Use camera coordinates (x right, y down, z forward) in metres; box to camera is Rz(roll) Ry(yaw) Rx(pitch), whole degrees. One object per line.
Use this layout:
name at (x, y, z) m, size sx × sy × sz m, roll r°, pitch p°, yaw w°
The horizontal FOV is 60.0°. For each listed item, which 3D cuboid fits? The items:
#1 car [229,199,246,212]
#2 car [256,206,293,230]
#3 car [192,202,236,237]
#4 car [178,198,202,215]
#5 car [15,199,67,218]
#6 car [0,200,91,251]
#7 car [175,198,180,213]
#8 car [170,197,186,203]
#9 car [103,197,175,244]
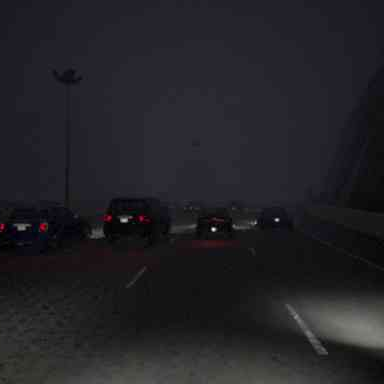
car at (5.293, 1.588, 39.882) m, size 1.837 × 1.490 × 4.892 m, roll 0°, pitch 0°, yaw 14°
car at (5.246, 1.613, 21.435) m, size 1.994 × 1.385 × 4.181 m, roll 0°, pitch 0°, yaw 8°
car at (1.318, 1.542, 18.372) m, size 1.837 × 1.490 × 4.892 m, roll 0°, pitch 0°, yaw 6°
car at (0.417, 1.613, 34.553) m, size 2.033 × 1.411 × 5.357 m, roll 0°, pitch 0°, yaw 12°
car at (-14.472, 1.527, 32.186) m, size 2.128 × 1.511 × 4.902 m, roll 0°, pitch 0°, yaw 11°
car at (-6.111, 1.368, 14.410) m, size 2.097 × 1.767 × 4.553 m, roll 0°, pitch 0°, yaw 5°
car at (-2.339, 1.668, 38.185) m, size 1.895 × 1.301 × 4.718 m, roll 0°, pitch 0°, yaw 13°
car at (-2.942, 1.677, 70.751) m, size 1.994 × 1.385 × 4.181 m, roll 0°, pitch 0°, yaw 23°
car at (-2.473, 1.247, 16.138) m, size 2.150 × 2.045 × 5.566 m, roll 0°, pitch 0°, yaw 6°
